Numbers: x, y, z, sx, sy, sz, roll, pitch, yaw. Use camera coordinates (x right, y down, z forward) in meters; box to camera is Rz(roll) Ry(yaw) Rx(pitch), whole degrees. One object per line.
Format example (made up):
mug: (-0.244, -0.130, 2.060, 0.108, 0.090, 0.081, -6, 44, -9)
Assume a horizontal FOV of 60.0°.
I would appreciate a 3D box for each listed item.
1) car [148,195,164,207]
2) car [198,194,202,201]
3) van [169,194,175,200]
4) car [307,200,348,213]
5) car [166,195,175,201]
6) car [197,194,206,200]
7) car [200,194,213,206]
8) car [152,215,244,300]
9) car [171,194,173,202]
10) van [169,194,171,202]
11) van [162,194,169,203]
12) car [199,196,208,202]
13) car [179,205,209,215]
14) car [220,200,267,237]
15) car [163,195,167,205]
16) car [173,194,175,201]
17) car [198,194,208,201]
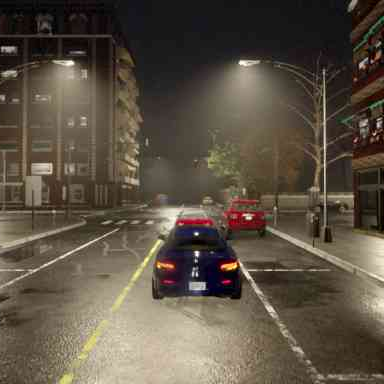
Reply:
car: (-5.686, 1.614, 50.709, 1.802, 1.307, 4.206, 1, 0, 0)
car: (2.690, 1.604, 72.856, 2.008, 1.369, 4.403, 1, 0, 0)
van: (-5.691, 1.422, 95.017, 1.690, 1.788, 3.998, 1, 0, 0)
car: (15.206, 1.609, 37.247, 4.313, 1.339, 1.947, 0, -1, 1)
car: (-5.694, 1.624, 89.479, 2.008, 1.369, 4.403, 1, 0, 0)
car: (2.690, 1.396, 95.009, 2.192, 1.841, 5.009, 1, 0, 0)
car: (2.693, 1.563, 56.413, 1.752, 1.417, 4.829, 1, 0, 0)
car: (0.100, 1.529, 8.281, 1.812, 1.442, 4.674, 0, 0, 0)
car: (-5.690, 1.635, 72.863, 1.802, 1.307, 4.206, 1, 0, 0)
van: (-5.685, 1.389, 67.324, 1.690, 1.788, 3.998, 1, 0, 0)
van: (-5.684, 1.383, 61.786, 1.690, 1.788, 3.998, 1, 0, 0)
car: (2.688, 1.626, 78.395, 1.947, 1.339, 4.313, 1, 0, 0)
car: (0.097, 1.609, 18.025, 1.895, 1.301, 4.718, 0, 0, 0)
car: (2.705, 1.323, 18.212, 2.192, 1.841, 5.009, 1, 0, 0)
car: (-5.688, 1.619, 56.246, 1.802, 1.307, 4.206, 1, 0, 0)
car: (-5.691, 1.611, 78.402, 2.008, 1.369, 4.403, 1, 0, 0)
car: (2.692, 1.382, 83.933, 2.192, 1.841, 5.009, 1, 0, 0)
